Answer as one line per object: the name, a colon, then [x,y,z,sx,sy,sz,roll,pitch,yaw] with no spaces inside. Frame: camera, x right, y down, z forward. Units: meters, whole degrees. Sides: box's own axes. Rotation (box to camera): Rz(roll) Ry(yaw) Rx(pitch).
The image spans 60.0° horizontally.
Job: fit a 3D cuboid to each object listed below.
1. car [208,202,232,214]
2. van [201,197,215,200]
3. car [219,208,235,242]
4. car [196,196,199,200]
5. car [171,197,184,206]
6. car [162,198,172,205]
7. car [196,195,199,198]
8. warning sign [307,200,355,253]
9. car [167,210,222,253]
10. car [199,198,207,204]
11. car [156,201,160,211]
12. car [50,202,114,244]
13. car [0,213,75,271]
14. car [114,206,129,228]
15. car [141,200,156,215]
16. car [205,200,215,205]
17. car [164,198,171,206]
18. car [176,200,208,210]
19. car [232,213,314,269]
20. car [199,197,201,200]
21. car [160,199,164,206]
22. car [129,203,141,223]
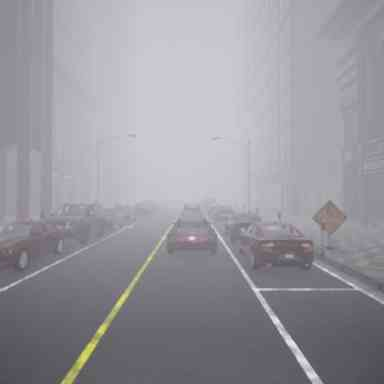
car: [2.681,1.829,28.260,1.947,1.339,4.313,1,-1,0]
van: [2.688,1.803,50.760,1.690,1.788,3.998,1,0,0]
car: [2.679,1.726,17.012,1.947,1.339,4.313,1,-1,0]
car: [2.693,2.242,78.882,2.008,1.369,4.403,1,0,0]
car: [-2.985,2.223,70.951,1.895,1.301,4.718,0,0,0]
car: [-5.833,2.241,78.878,2.008,1.369,4.403,1,0,0]
car: [2.695,2.322,90.130,1.887,1.381,4.507,1,0,0]
warning sign: [5.061,1.232,12.233,1.300,1.860,1.060,-1,-1,0]
car: [0.007,1.699,14.301,1.994,1.385,4.181,0,0,0]
car: [2.694,2.279,84.506,1.887,1.381,4.507,1,0,0]
car: [-5.839,1.853,45.133,1.967,1.590,4.097,1,-1,0]
car: [-5.844,1.475,17.013,2.192,1.841,5.009,1,-1,0]
car: [-5.848,1.653,11.387,1.887,1.381,4.507,1,-1,0]
car: [-5.846,1.777,22.635,1.947,1.339,4.313,1,-1,0]
car: [-5.842,1.909,39.509,1.887,1.381,4.507,1,-1,0]
car: [2.683,1.946,39.510,1.802,1.307,4.206,1,-1,0]
car: [-5.835,2.146,67.630,1.887,1.381,4.507,1,0,0]
car: [0.009,1.765,29.307,2.128,1.511,4.902,0,0,0]
car: [2.678,1.653,11.388,1.887,1.381,4.507,1,-1,0]
car: [2.689,1.950,56.384,1.967,1.590,4.097,1,0,0]
car: [-5.839,2.006,50.757,1.887,1.381,4.507,1,-1,0]
car: [-5.844,1.829,28.259,1.947,1.339,4.313,1,-1,0]
